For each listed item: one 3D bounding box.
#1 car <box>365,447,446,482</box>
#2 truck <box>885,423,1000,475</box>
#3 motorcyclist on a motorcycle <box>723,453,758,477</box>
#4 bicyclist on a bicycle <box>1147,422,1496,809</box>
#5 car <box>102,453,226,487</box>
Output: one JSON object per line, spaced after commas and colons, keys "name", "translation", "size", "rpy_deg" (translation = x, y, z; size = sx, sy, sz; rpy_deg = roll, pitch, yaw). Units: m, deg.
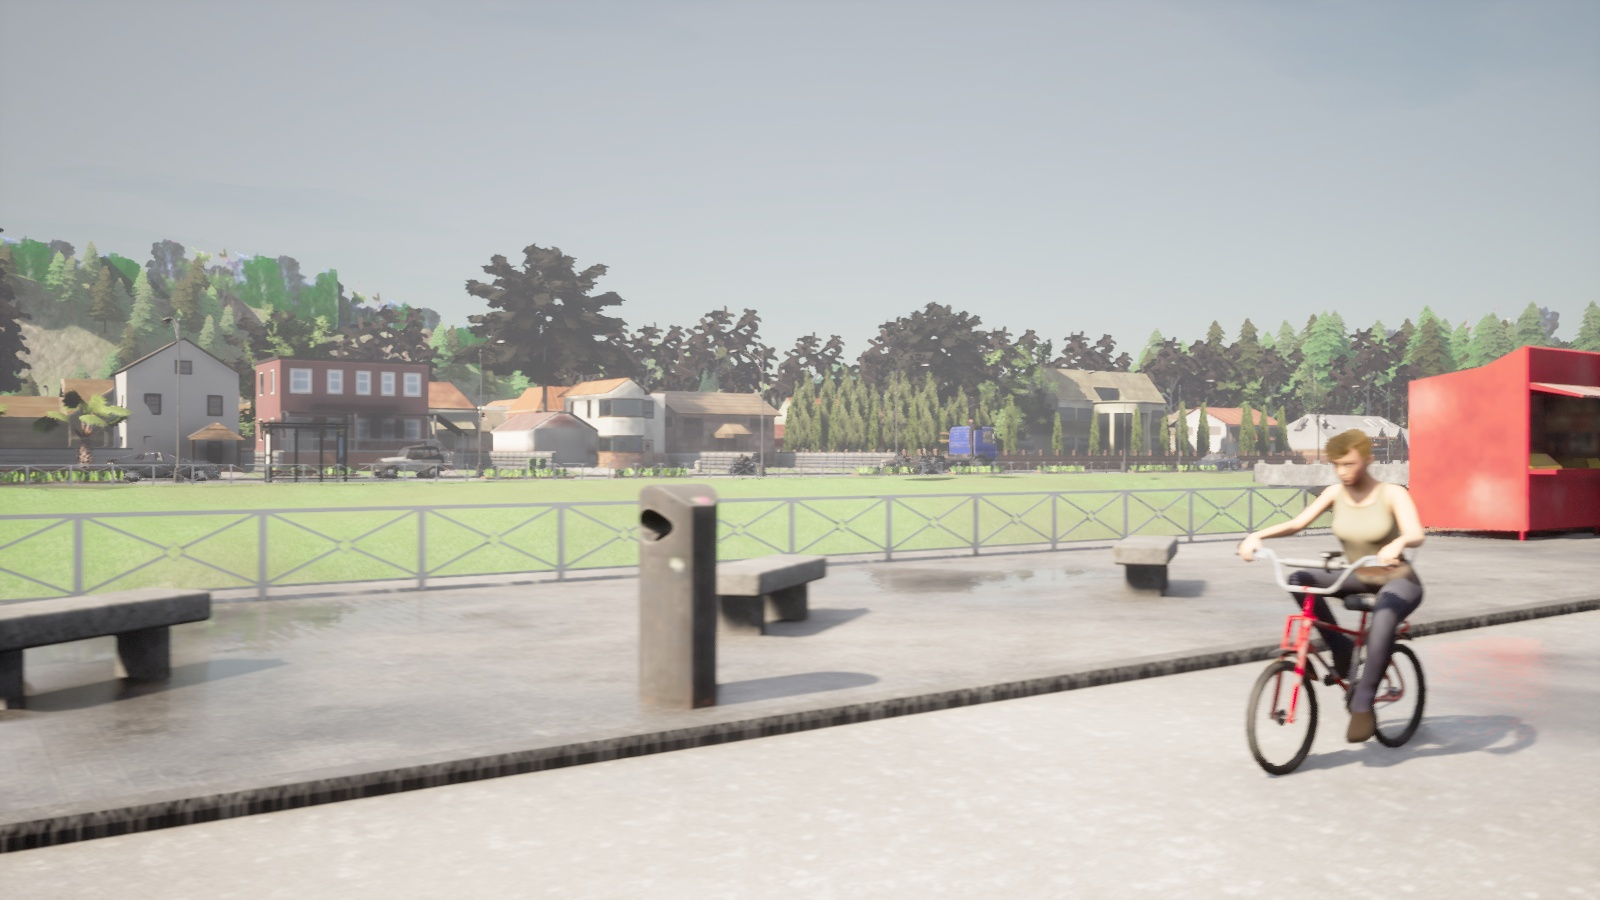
{"name": "car", "translation": [-21.725, 0.757, 69.221], "size": [3.866, 1.878, 1.905], "rpy_deg": [0, 0, -35]}
{"name": "truck", "translation": [9.834, -0.045, 86.333], "size": [7.936, 3.462, 2.891], "rpy_deg": [0, 0, -35]}
{"name": "motorcyclist on a motorcycle", "translation": [-3.858, 0.989, 81.672], "size": [2.191, 1.530, 0.866], "rpy_deg": [0, 0, -35]}
{"name": "bicyclist on a bicycle", "translation": [2.511, 0.691, 6.020], "size": [1.509, 1.612, 0.866], "rpy_deg": [0, 0, -35]}
{"name": "car", "translation": [-29.732, 0.909, 58.768], "size": [4.902, 1.511, 2.128], "rpy_deg": [0, 0, -35]}
